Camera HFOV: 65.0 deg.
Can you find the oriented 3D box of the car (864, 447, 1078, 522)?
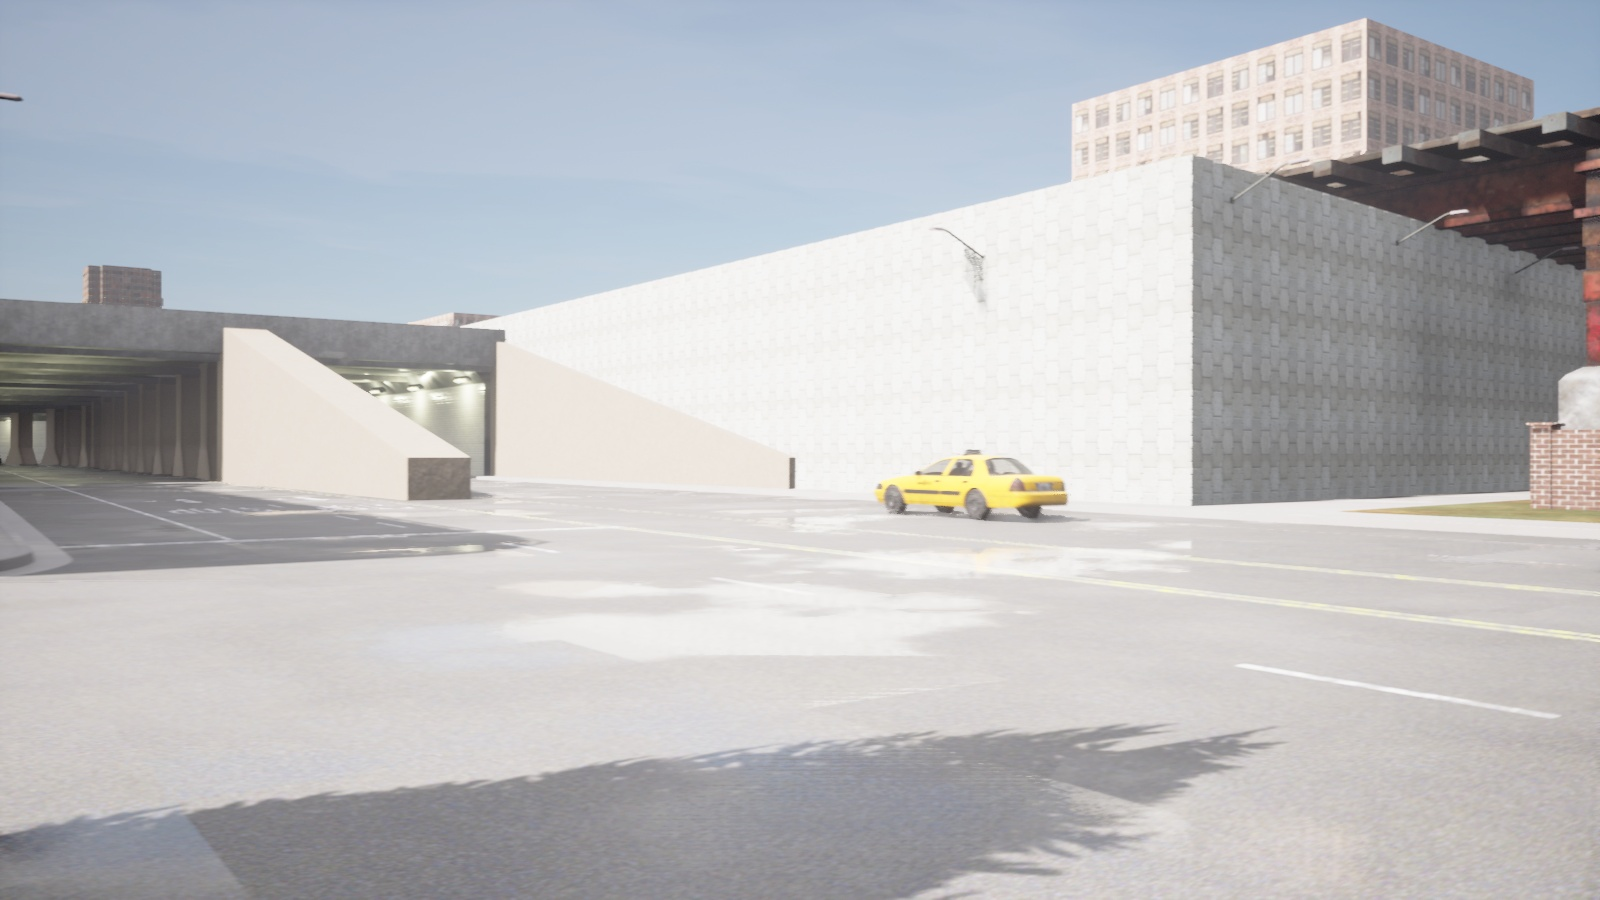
[{"bbox_3d":[3.840,0.741,29.235,1.801,1.575,5.366,0,0,-34],"label":"car"}]
